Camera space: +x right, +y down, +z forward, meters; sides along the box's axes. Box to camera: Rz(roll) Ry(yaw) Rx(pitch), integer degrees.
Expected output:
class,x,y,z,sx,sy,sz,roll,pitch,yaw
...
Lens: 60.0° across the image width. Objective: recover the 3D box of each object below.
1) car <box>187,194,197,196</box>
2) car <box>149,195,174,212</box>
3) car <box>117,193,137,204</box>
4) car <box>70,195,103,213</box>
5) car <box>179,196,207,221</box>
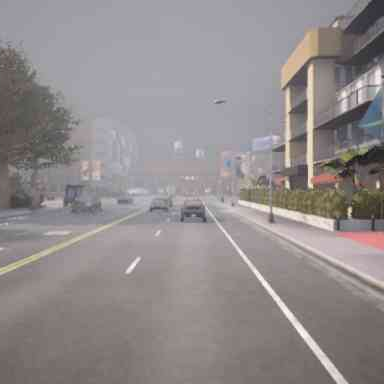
class,x,y,z,sx,sy,sz,roll,pitch,yaw
car,0.001,1.062,45.142,2.097,1.767,4.553,0,0,0
car,-3.399,1.321,35.173,2.033,1.411,5.357,0,0,0
car,-10.499,1.306,52.538,1.895,1.301,4.718,0,0,0
car,-10.594,1.136,33.594,2.097,1.767,4.553,0,0,0
car,0.099,1.342,25.471,1.837,1.490,4.892,0,1,0
